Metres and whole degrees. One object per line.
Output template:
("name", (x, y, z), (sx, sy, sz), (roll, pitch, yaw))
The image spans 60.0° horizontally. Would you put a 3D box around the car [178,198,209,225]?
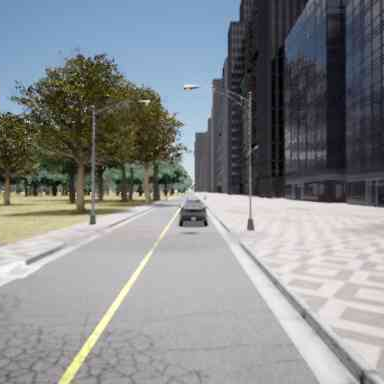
("car", (0.097, 1.412, 23.331), (1.837, 1.490, 4.892), (0, 0, 0))
